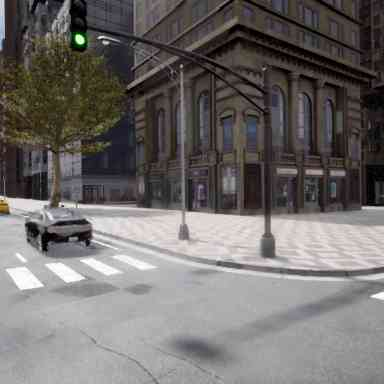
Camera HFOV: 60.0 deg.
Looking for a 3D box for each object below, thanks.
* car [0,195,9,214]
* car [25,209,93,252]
[{"bbox_3d":[-19.924,1.414,33.832,1.882,1.535,5.008,-1,0,-36],"label":"car"},{"bbox_3d":[-5.663,1.452,13.863,2.128,1.511,4.902,-1,1,-36],"label":"car"}]
